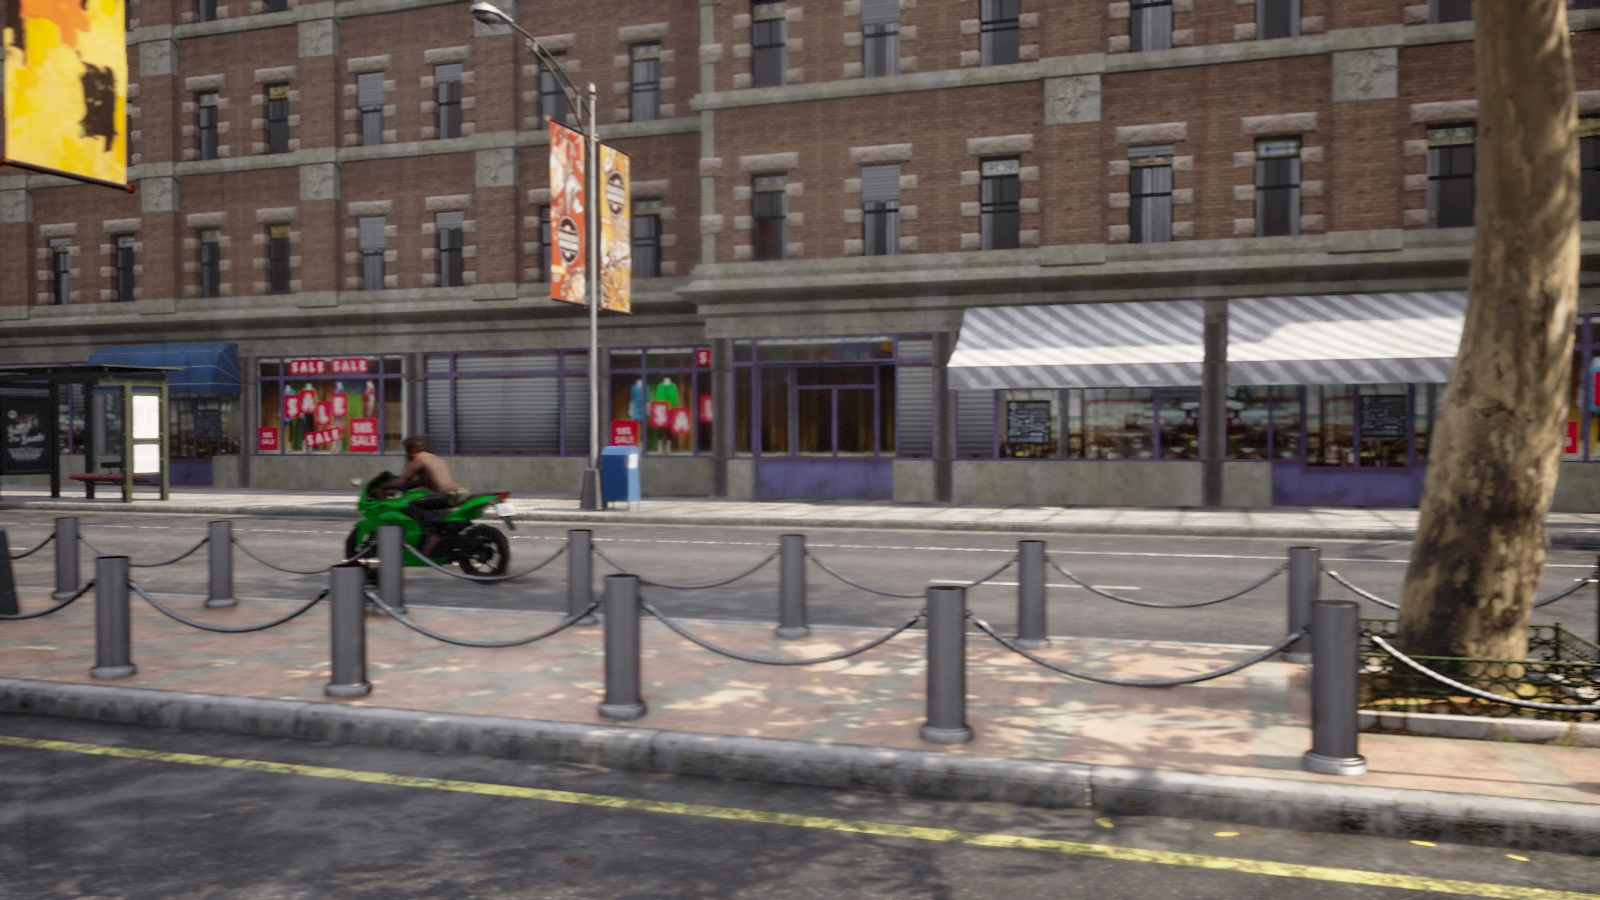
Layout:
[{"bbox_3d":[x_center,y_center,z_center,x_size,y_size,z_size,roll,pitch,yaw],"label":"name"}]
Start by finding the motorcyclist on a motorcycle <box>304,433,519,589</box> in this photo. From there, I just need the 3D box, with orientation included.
[{"bbox_3d":[-4.013,0.586,12.983,2.044,1.523,0.797,1,1,19],"label":"motorcyclist on a motorcycle"}]
